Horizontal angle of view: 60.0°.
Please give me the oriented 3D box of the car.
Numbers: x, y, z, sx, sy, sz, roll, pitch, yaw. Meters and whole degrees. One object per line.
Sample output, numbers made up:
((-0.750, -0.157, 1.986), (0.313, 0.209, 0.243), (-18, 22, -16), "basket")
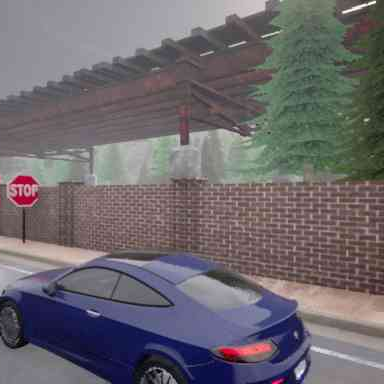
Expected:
((-0.816, 1.526, 4.571), (4.674, 1.442, 1.812), (0, 0, 35), "car")
